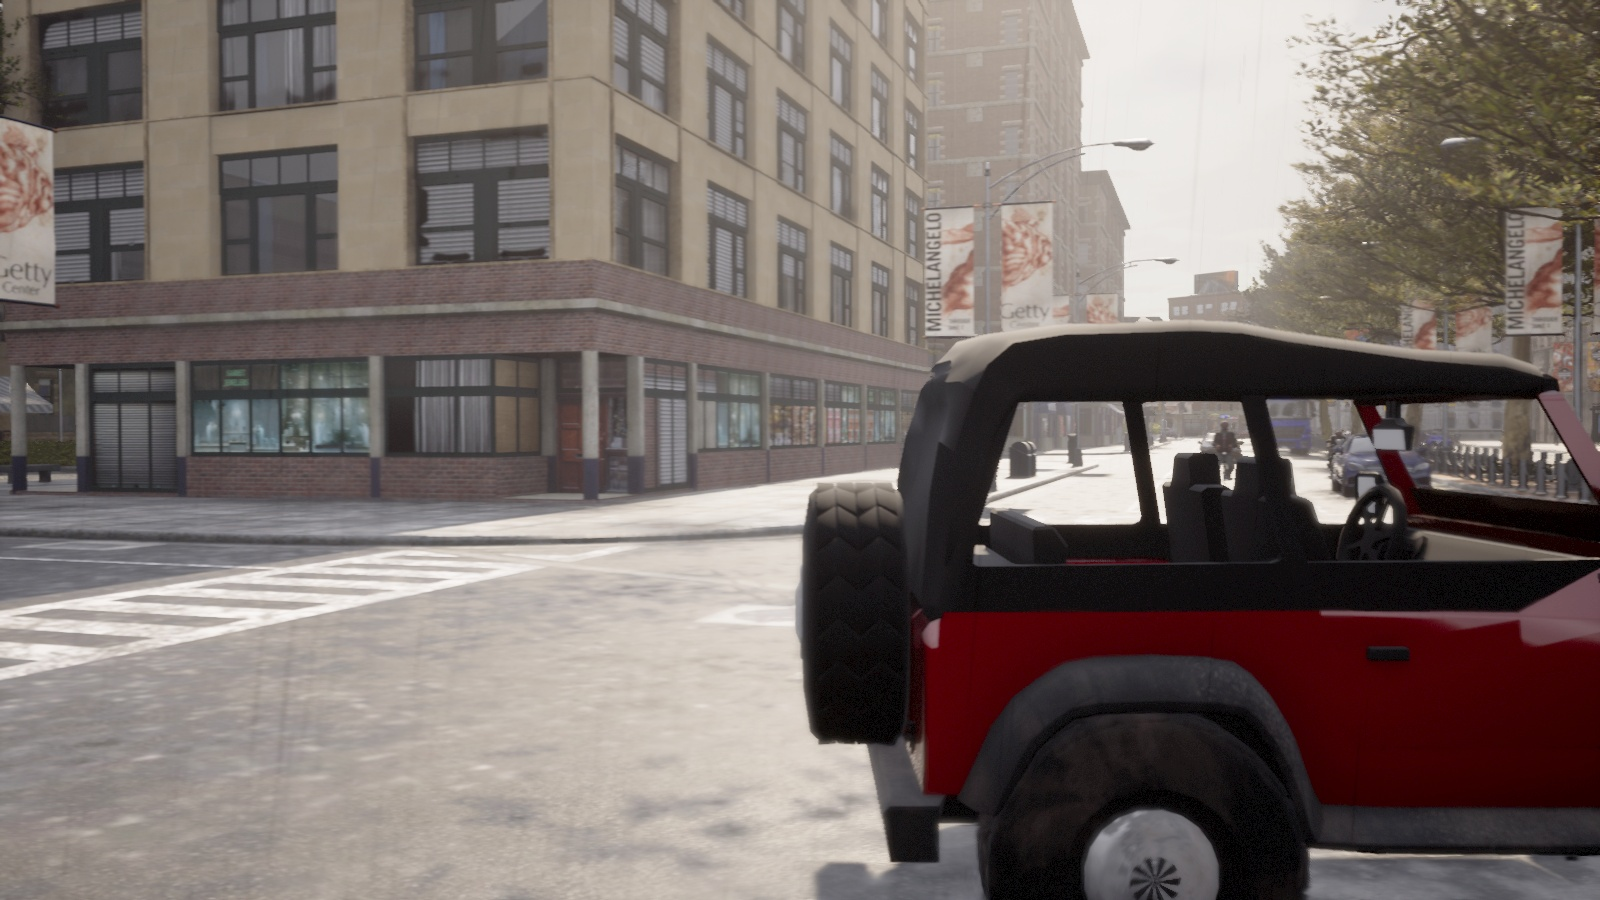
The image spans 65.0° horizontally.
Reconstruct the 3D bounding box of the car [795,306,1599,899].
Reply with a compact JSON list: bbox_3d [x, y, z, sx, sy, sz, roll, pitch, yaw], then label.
[{"bbox_3d":[1.921,0.563,4.164,3.866,1.878,1.905,0,1,0],"label":"car"}]

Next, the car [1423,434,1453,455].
[{"bbox_3d":[45.082,-0.410,88.652,1.816,1.474,4.193,1,1,28],"label":"car"}]
